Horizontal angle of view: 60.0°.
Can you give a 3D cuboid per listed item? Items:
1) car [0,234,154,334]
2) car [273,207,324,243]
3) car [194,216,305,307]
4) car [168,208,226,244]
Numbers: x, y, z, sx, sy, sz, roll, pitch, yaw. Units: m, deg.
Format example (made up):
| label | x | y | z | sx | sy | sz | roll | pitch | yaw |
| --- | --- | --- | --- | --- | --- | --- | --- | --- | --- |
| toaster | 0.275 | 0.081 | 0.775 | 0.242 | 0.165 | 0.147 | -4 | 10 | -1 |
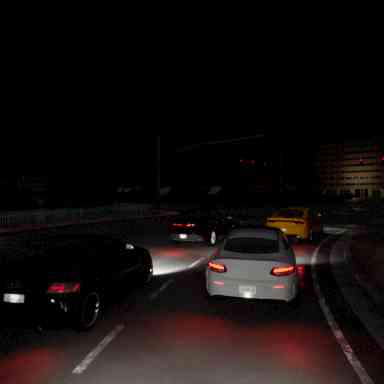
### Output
| label | x | y | z | sx | sy | sz | roll | pitch | yaw |
| --- | --- | --- | --- | --- | --- | --- | --- | --- | --- |
| car | -2.267 | 1.564 | 6.962 | 1.994 | 1.385 | 4.181 | 0 | 0 | 11 |
| car | 5.210 | 1.478 | 16.499 | 1.882 | 1.535 | 5.008 | 0 | 0 | 30 |
| car | 1.525 | 1.526 | 7.989 | 1.812 | 1.442 | 4.674 | 0 | 0 | 14 |
| car | 0.611 | 1.505 | 15.397 | 1.837 | 1.490 | 4.892 | 0 | 0 | 23 |
